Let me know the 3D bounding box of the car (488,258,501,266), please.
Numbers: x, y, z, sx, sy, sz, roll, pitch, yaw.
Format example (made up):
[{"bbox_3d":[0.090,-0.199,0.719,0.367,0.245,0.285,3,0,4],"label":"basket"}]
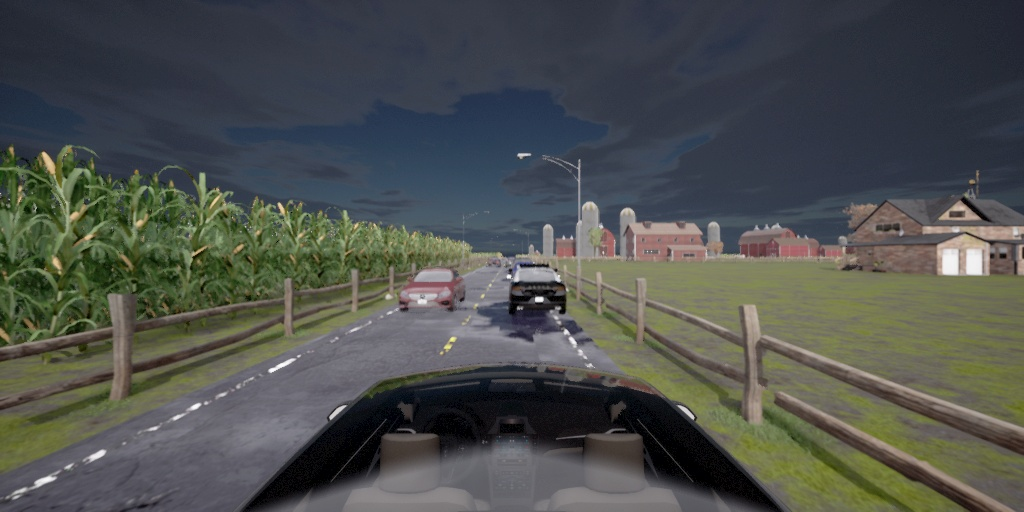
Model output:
[{"bbox_3d":[-2.805,0.933,57.820,1.994,1.385,4.181,0,0,0],"label":"car"}]

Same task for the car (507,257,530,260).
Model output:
[{"bbox_3d":[0.826,0.896,29.265,2.097,1.767,4.553,0,0,0],"label":"car"}]

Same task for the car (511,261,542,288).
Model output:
[{"bbox_3d":[0.827,1.115,23.297,1.812,1.442,4.674,0,0,0],"label":"car"}]

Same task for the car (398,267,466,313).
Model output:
[{"bbox_3d":[-2.849,1.185,13.716,1.812,1.442,4.674,0,0,0],"label":"car"}]

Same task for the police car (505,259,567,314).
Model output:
[{"bbox_3d":[0.826,1.088,13.406,1.930,1.638,5.238,0,0,0],"label":"police car"}]
